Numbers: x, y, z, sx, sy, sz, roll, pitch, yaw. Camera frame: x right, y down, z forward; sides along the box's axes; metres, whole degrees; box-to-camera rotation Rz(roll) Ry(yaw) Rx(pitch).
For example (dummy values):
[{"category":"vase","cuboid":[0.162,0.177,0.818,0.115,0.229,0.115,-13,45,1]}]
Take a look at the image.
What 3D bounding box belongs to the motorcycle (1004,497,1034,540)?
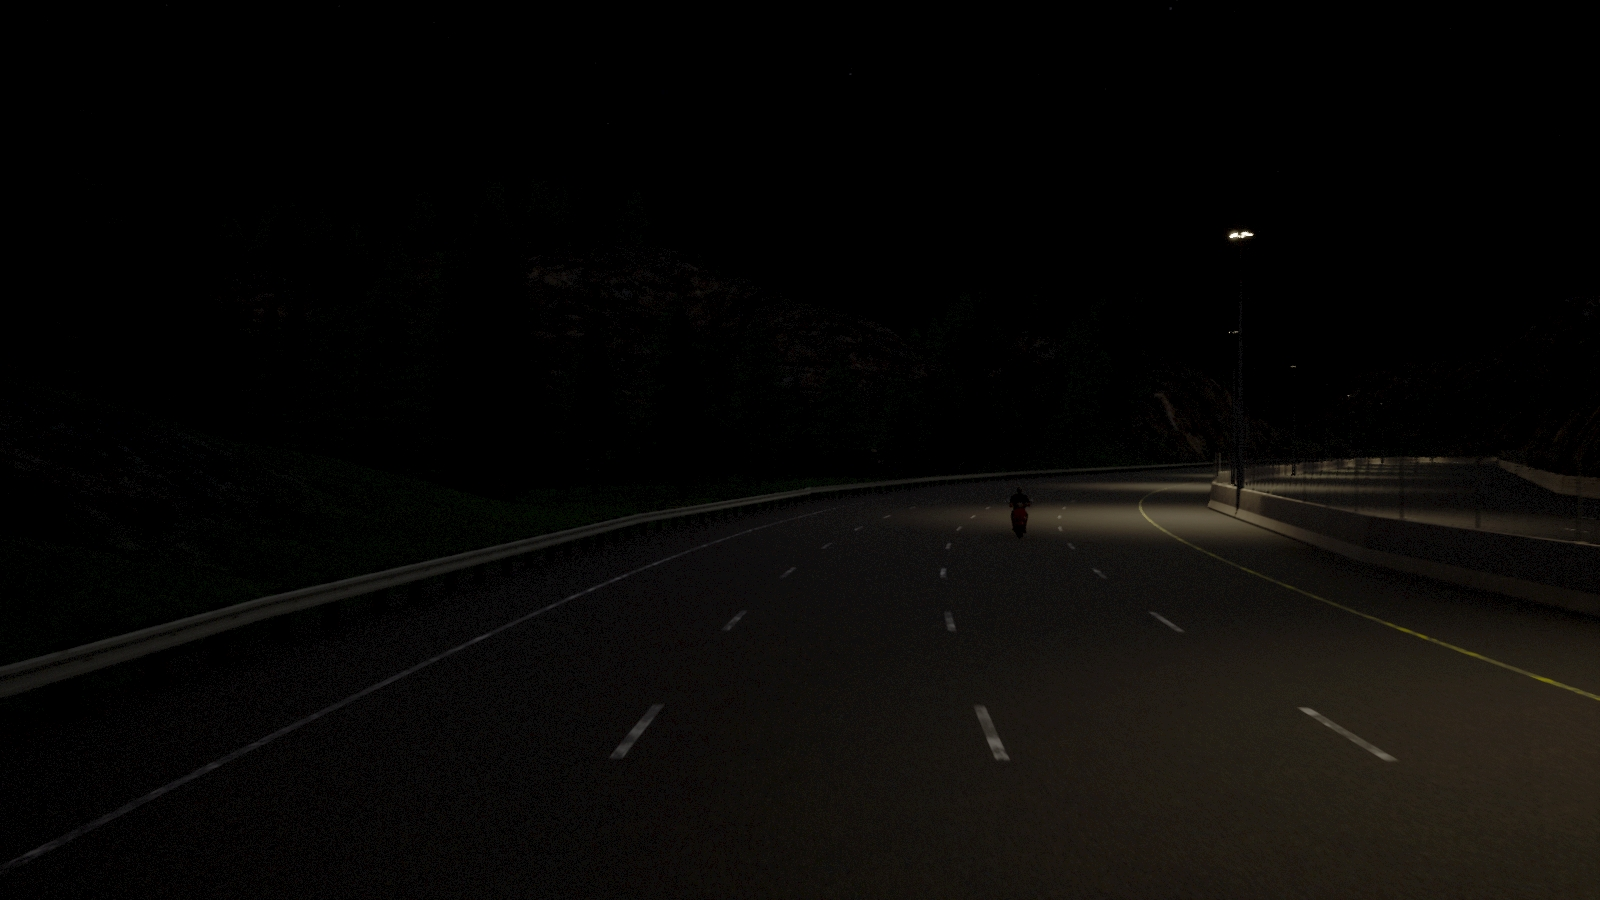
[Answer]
[{"category":"motorcycle","cuboid":[6.954,2.165,36.329,0.856,1.236,1.805,1,0,10]}]
